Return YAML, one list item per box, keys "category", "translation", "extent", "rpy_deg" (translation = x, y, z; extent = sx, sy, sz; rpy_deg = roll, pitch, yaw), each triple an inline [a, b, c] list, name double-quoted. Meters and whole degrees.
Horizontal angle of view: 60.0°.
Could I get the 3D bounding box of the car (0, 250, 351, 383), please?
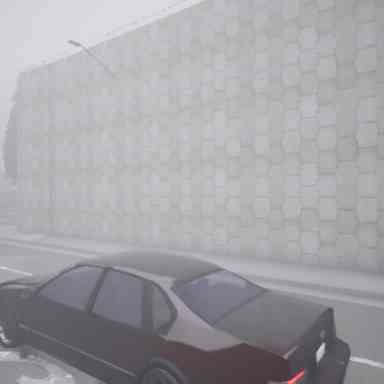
- category: "car"
  translation: [-0.836, 1.567, 4.588]
  extent: [5.357, 1.411, 2.033]
  rpy_deg: [0, 0, 36]
